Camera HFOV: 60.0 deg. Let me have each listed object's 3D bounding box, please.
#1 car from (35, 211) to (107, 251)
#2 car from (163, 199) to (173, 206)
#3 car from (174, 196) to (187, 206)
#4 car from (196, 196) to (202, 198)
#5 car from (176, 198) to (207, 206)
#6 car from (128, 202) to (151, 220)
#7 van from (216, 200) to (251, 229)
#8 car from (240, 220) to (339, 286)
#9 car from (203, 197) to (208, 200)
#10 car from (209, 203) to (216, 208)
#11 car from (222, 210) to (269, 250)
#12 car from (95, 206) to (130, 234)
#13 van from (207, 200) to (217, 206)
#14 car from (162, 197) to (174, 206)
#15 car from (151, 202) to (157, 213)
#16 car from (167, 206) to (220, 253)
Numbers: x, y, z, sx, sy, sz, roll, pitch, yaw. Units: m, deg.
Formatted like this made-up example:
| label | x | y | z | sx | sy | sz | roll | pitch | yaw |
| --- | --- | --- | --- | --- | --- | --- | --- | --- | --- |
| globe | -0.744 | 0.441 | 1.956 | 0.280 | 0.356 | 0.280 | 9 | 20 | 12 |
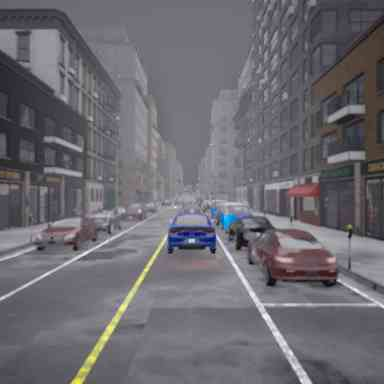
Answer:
| label | x | y | z | sx | sy | sz | roll | pitch | yaw |
| --- | --- | --- | --- | --- | --- | --- | --- | --- | --- |
| car | -5.391 | 1.728 | 14.878 | 1.802 | 1.307 | 4.206 | 0 | -1 | 0 |
| car | -5.403 | 2.356 | 75.494 | 1.947 | 1.339 | 4.313 | 0 | -1 | 0 |
| car | -2.764 | 2.101 | 71.804 | 2.097 | 1.767 | 4.553 | 0 | -1 | 0 |
| car | 2.622 | 2.105 | 75.499 | 2.192 | 1.841 | 5.009 | 0 | -1 | 0 |
| car | -0.003 | 1.643 | 29.076 | 2.097 | 1.767 | 4.553 | 0 | -1 | 0 |
| car | -5.395 | 1.757 | 31.410 | 1.967 | 1.590 | 4.097 | 0 | -1 | 0 |
| van | 2.633 | 1.543 | 20.392 | 1.690 | 1.788 | 3.998 | 0 | -1 | 0 |
| car | 2.635 | 1.673 | 9.369 | 1.802 | 1.307 | 4.206 | 0 | -1 | 0 |
| car | 2.627 | 1.935 | 47.944 | 1.967 | 1.590 | 4.097 | 0 | -1 | 0 |
| car | 2.632 | 1.810 | 25.901 | 2.008 | 1.369 | 4.403 | 0 | -1 | 0 |
| car | 2.634 | 1.712 | 14.880 | 1.947 | 1.339 | 4.313 | 0 | -1 | 0 |
| car | -5.392 | 1.752 | 20.388 | 2.008 | 1.369 | 4.403 | 0 | -1 | 0 |
| van | 2.630 | 1.658 | 31.413 | 1.690 | 1.788 | 3.998 | 0 | -1 | 0 |
| car | -5.402 | 2.276 | 69.984 | 1.887 | 1.381 | 4.507 | 0 | -1 | 0 |
| car | -5.397 | 1.986 | 42.430 | 2.008 | 1.369 | 4.403 | 0 | -1 | 0 |
| car | 0.004 | 1.620 | 14.478 | 1.882 | 1.535 | 5.008 | 0 | 0 | 0 |
